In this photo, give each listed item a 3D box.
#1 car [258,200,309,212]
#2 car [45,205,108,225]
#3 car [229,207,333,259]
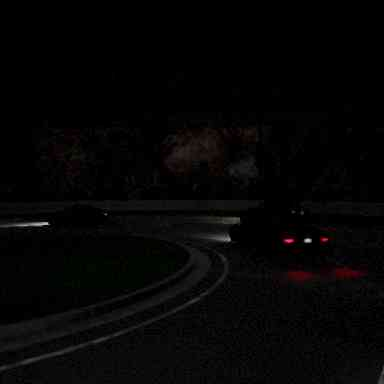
[{"bbox_3d":[5.317,1.316,21.755,2.097,1.767,4.553,-1,0,-39],"label":"car"},{"bbox_3d":[-8.175,1.591,23.698,4.181,1.385,1.994,0,0,-3],"label":"car"},{"bbox_3d":[3.013,1.527,12.524,2.033,1.411,5.357,0,0,-11],"label":"car"}]
